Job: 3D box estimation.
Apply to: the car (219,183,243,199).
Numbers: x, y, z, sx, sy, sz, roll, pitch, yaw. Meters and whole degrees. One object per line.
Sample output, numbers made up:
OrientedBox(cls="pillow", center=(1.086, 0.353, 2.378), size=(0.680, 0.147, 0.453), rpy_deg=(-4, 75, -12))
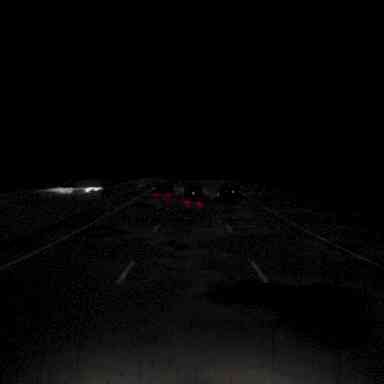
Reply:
OrientedBox(cls="car", center=(3.635, -0.134, 31.642), size=(2.033, 1.411, 5.357), rpy_deg=(0, 4, 1))

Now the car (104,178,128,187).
OrientedBox(cls="car", center=(-10.475, -1.253, 47.036), size=(1.895, 1.301, 4.718), rpy_deg=(0, 4, 0))

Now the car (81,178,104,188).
OrientedBox(cls="car", center=(-13.966, -1.379, 48.218), size=(1.994, 1.385, 4.181), rpy_deg=(0, 4, 0))

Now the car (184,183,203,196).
OrientedBox(cls="car", center=(0.160, -0.336, 35.002), size=(1.895, 1.301, 4.718), rpy_deg=(0, 4, 0))

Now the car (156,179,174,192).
OrientedBox(cls="car", center=(-3.313, -0.831, 40.509), size=(1.812, 1.442, 4.674), rpy_deg=(0, 4, 0))

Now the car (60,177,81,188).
OrientedBox(cls="car", center=(-17.465, -1.451, 48.215), size=(2.128, 1.511, 4.902), rpy_deg=(0, 4, 0))
